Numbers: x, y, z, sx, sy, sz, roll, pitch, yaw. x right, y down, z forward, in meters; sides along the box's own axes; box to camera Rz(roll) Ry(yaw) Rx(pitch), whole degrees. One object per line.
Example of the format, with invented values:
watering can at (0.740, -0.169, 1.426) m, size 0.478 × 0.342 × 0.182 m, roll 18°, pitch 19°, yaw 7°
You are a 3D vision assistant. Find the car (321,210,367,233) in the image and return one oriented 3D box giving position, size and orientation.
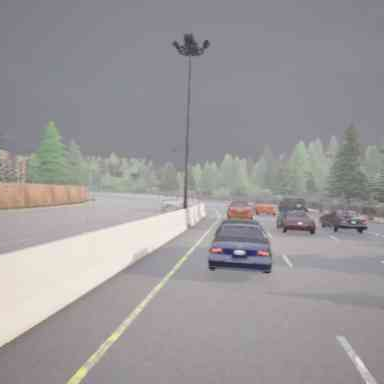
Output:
car at (10.460, 1.965, 23.335) m, size 2.033 × 1.411 × 5.357 m, roll 2°, pitch 0°, yaw 7°

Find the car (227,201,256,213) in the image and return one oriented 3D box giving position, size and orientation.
car at (4.089, 1.537, 28.839) m, size 2.097 × 1.767 × 4.553 m, roll 2°, pitch 0°, yaw 6°

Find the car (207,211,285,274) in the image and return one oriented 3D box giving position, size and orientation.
car at (1.593, 1.619, 11.034) m, size 2.033 × 1.411 × 5.357 m, roll 2°, pitch 0°, yaw 8°

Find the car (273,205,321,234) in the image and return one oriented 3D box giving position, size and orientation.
car at (6.710, 1.839, 21.722) m, size 1.994 × 1.385 × 4.181 m, roll 2°, pitch 0°, yaw 8°

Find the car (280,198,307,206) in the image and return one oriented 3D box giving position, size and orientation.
car at (11.714, 1.703, 38.871) m, size 2.150 × 2.045 × 5.566 m, roll 2°, pitch 0°, yaw 2°

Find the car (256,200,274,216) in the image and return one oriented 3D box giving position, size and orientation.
car at (8.189, 1.700, 38.468) m, size 2.097 × 1.767 × 4.553 m, roll 2°, pitch 0°, yaw 2°
